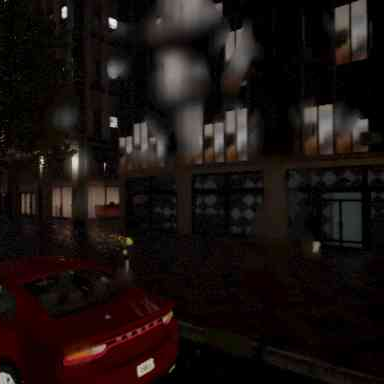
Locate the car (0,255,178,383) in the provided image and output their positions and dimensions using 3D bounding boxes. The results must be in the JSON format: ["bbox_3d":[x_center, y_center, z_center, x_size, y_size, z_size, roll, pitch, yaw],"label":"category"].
[{"bbox_3d":[-2.262,1.549,4.497,4.507,1.381,1.887,0,-1,36],"label":"car"}]
